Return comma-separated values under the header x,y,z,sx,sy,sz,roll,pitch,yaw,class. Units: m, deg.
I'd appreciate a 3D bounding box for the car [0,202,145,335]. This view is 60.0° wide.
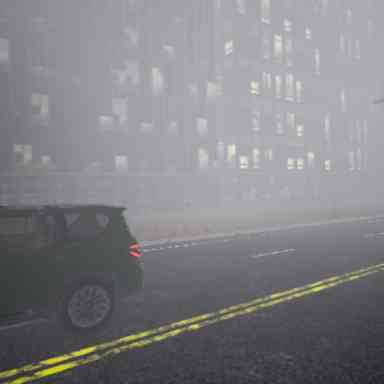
x,y,z,sx,sy,sz,roll,pitch,yaw,class
-3.455,1.222,5.159,5.566,2.045,2.150,-1,0,-35,car
